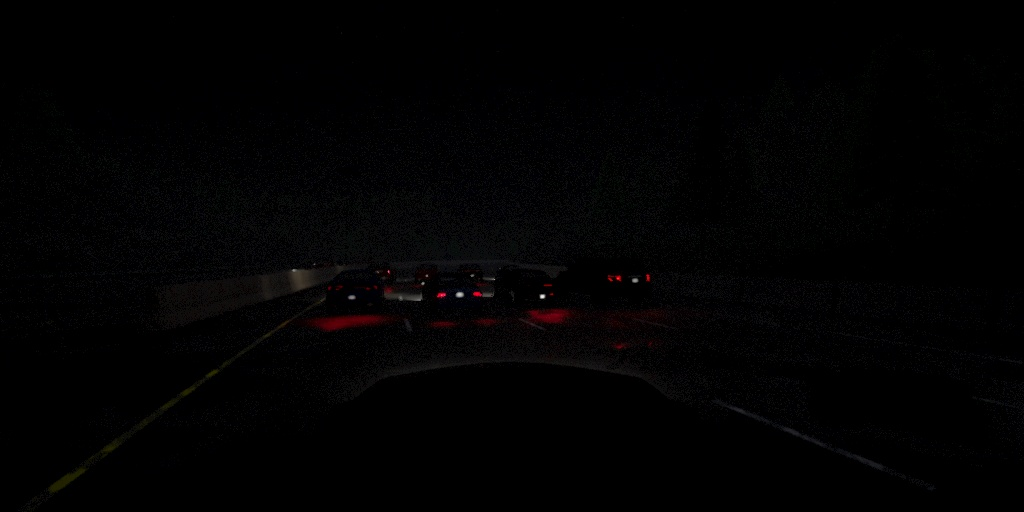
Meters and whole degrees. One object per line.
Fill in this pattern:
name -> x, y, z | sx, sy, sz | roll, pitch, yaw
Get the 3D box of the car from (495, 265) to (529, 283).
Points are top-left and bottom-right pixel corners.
car -> -0.107, 1.477, 30.857 | 1.994, 1.385, 4.181 | 0, 0, -14

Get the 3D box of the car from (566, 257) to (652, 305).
car -> 4.049, 1.060, 16.811 | 2.150, 2.045, 5.566 | 0, 0, -18

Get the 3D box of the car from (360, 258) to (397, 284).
car -> -10.256, 1.247, 28.158 | 2.097, 1.767, 4.553 | 0, 0, -14

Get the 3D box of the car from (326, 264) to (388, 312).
car -> -6.359, 1.300, 14.936 | 1.882, 1.535, 5.008 | 0, 0, -18

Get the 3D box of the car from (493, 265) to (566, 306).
car -> 0.469, 1.340, 16.543 | 1.837, 1.490, 4.892 | 0, 0, -18

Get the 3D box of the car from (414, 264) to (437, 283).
car -> -7.064, 1.384, 29.863 | 1.882, 1.535, 5.008 | 0, 0, -13

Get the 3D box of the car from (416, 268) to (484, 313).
car -> -2.542, 1.368, 14.444 | 2.033, 1.411, 5.357 | 0, 0, -18

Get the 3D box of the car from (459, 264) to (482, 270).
car -> -3.681, 1.389, 30.762 | 1.882, 1.535, 5.008 | 0, 0, -13
